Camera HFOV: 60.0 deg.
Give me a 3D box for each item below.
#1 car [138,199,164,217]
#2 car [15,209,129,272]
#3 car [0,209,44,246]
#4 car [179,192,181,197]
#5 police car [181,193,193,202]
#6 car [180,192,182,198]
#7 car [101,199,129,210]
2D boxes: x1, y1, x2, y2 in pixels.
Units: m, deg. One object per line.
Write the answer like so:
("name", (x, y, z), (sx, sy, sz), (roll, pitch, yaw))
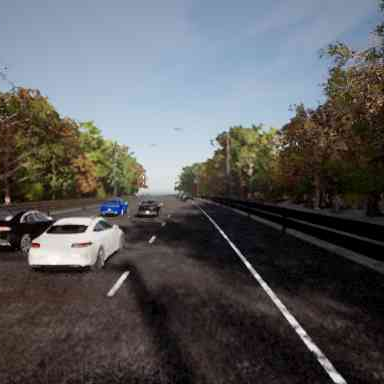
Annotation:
("car", (-3.730, 1.431, 30.024), (1.837, 1.490, 4.892), (0, 0, -1))
("car", (-3.455, 1.495, 10.602), (1.812, 1.442, 4.674), (0, 0, 0))
("car", (-6.998, 1.453, 13.573), (2.128, 1.511, 4.902), (0, 0, 0))
("car", (-1.687, 1.191, 90.386), (2.150, 2.045, 5.566), (0, 0, -3))
("police car", (-0.814, 1.356, 74.385), (1.930, 1.638, 5.238), (0, 0, -3))
("car", (-1.347, 1.406, 84.516), (1.801, 1.575, 5.366), (0, 0, -3))
("car", (-7.262, 1.403, 31.548), (1.882, 1.535, 5.008), (0, 0, -1))
